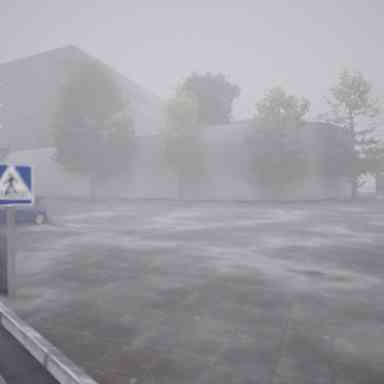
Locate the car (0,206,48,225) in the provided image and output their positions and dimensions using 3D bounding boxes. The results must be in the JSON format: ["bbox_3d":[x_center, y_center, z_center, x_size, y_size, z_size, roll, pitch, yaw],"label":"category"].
[{"bbox_3d":[-10.215,1.097,17.961,2.097,1.535,5.008,2,1,27],"label":"car"}]

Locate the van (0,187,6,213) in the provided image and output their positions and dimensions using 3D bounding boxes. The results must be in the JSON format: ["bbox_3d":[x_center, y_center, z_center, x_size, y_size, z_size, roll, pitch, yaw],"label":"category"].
[{"bbox_3d":[-16.414,0.571,24.402,1.878,1.987,4.442,3,1,27],"label":"van"}]
